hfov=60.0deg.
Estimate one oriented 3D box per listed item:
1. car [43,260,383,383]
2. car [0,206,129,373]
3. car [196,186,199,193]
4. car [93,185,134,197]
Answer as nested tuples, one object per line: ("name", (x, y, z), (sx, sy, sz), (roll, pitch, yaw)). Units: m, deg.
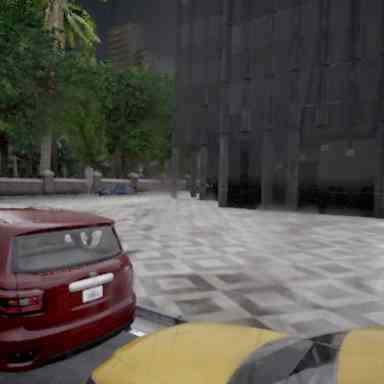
("car", (1.293, 1.521, 2.053), (4.829, 1.417, 1.752), (2, 1, 35))
("car", (-3.072, 1.138, 5.072), (5.009, 1.841, 2.192), (2, 1, 35))
("car", (2.212, -0.489, 52.548), (1.812, 1.442, 4.674), (2, 3, 37))
("car", (-9.556, -0.188, 41.255), (2.033, 1.411, 5.357), (2, 3, 35))
